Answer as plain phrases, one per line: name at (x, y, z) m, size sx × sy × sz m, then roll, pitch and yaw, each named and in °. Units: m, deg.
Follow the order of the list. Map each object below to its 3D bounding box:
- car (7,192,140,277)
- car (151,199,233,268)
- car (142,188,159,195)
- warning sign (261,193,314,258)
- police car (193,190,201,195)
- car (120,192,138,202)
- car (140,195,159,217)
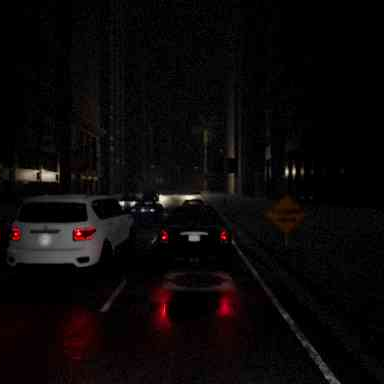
car at (-3.177, 1.071, 9.956) m, size 2.150 × 2.045 × 5.566 m, roll 0°, pitch 1°, yaw 1°
car at (0.085, 1.190, 10.802) m, size 2.097 × 1.767 × 4.553 m, roll 0°, pitch 1°, yaw 1°
car at (-6.438, 0.458, 51.913) m, size 2.150 × 2.045 × 5.566 m, roll 0°, pitch 1°, yaw 0°
warning sign at (2.876, 0.964, 10.136) m, size 1.300 × 1.860 × 1.060 m, roll 0°, pitch 1°, yaw 0°
police car at (1.358, 0.109, 90.248) m, size 1.930 × 1.638 × 5.238 m, roll 0°, pitch 1°, yaw 0°
car at (-9.688, 0.765, 51.577) m, size 1.812 × 1.442 × 4.674 m, roll 0°, pitch 1°, yaw 1°
car at (-3.150, 1.191, 24.061) m, size 2.033 × 1.411 × 5.357 m, roll 0°, pitch 1°, yaw 1°
